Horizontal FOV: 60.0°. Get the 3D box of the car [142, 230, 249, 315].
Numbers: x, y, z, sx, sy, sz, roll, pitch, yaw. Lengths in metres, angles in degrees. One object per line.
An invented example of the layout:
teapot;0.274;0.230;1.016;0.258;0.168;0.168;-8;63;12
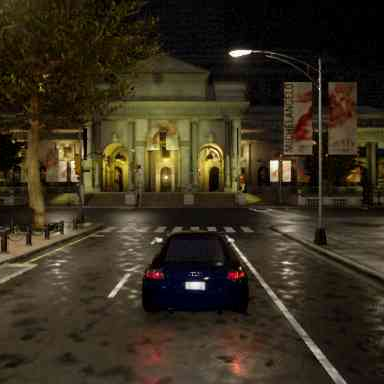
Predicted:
car;0.073;1.564;7.676;1.994;1.385;4.181;0;0;0
